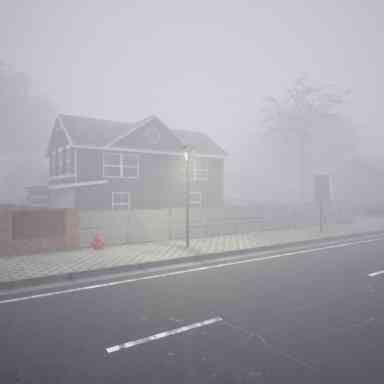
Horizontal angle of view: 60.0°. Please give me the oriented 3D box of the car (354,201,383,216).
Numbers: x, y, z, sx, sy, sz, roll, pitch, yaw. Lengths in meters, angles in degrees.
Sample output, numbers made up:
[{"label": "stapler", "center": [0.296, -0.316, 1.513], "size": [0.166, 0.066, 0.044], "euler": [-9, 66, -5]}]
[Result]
[{"label": "car", "center": [16.651, 1.512, 29.275], "size": [2.128, 1.511, 4.902], "euler": [0, 0, -38]}]

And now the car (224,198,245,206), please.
[{"label": "car", "center": [6.197, 1.543, 43.803], "size": [2.128, 1.511, 4.902], "euler": [0, 0, -35]}]
